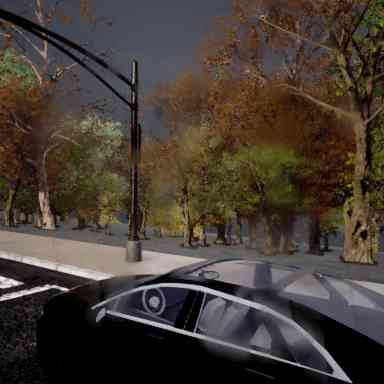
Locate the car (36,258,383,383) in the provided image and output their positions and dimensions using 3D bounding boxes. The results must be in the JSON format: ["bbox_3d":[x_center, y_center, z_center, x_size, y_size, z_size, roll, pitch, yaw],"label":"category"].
[{"bbox_3d":[0.238,1.491,3.503,4.902,1.511,2.128,0,0,37],"label":"car"}]
